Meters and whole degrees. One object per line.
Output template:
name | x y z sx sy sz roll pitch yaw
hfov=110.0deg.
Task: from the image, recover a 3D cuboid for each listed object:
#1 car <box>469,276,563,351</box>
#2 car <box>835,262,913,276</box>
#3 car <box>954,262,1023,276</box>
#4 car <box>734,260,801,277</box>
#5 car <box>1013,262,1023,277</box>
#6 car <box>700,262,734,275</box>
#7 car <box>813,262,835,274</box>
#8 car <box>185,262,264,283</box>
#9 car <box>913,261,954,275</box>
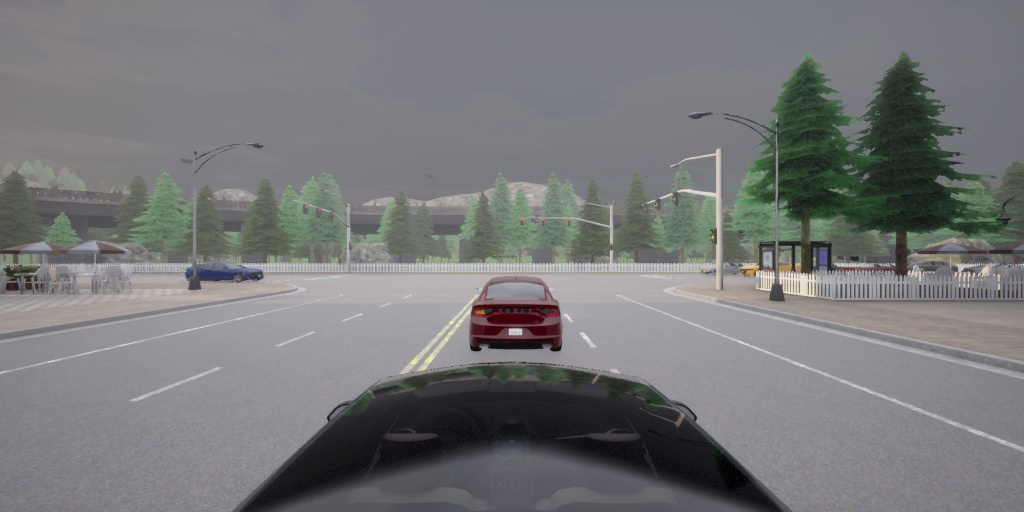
car | 0.103 1.228 8.989 1.882 1.535 5.008 0 0 1
car | 33.121 1.295 32.923 4.718 1.301 1.895 0 0 2
car | 43.003 1.258 31.776 4.181 1.385 1.994 0 0 14
car | 23.817 1.172 33.115 5.008 1.535 1.882 0 0 1
car | 50.983 1.242 33.042 5.357 1.411 2.033 0 0 22
car | 21.881 1.295 36.646 4.718 1.301 1.895 0 0 1
car | 31.050 1.295 36.498 4.718 1.301 1.895 0 0 2
car | -20.905 1.172 26.197 5.008 1.535 1.882 0 0 1
car | 40.969 1.199 35.696 4.892 1.490 1.837 0 0 10
